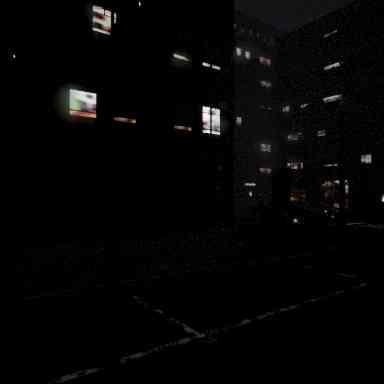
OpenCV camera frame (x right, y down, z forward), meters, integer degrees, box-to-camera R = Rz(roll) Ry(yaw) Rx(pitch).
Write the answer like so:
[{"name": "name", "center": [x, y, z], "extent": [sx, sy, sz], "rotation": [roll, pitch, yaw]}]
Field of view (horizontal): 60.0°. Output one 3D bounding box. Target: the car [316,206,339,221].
[{"name": "car", "center": [8.659, 1.403, 25.246], "extent": [1.895, 1.301, 4.718], "rotation": [0, 1, -35]}]

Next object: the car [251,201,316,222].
[{"name": "car", "center": [6.267, 1.342, 24.208], "extent": [2.008, 1.369, 4.403], "rotation": [1, 0, -36]}]

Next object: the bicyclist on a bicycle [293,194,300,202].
[{"name": "bicyclist on a bicycle", "center": [11.514, 1.011, 36.229], "extent": [1.656, 1.620, 0.582], "rotation": [0, 1, -36]}]
